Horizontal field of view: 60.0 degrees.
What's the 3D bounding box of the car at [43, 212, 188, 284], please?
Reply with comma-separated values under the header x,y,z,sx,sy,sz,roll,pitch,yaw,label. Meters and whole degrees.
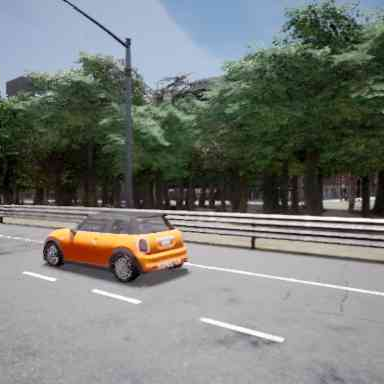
x,y,z,sx,sy,sz,roll,pitch,yaw,label
-2.406,1.363,9.884,4.553,1.767,2.097,0,0,36,car
